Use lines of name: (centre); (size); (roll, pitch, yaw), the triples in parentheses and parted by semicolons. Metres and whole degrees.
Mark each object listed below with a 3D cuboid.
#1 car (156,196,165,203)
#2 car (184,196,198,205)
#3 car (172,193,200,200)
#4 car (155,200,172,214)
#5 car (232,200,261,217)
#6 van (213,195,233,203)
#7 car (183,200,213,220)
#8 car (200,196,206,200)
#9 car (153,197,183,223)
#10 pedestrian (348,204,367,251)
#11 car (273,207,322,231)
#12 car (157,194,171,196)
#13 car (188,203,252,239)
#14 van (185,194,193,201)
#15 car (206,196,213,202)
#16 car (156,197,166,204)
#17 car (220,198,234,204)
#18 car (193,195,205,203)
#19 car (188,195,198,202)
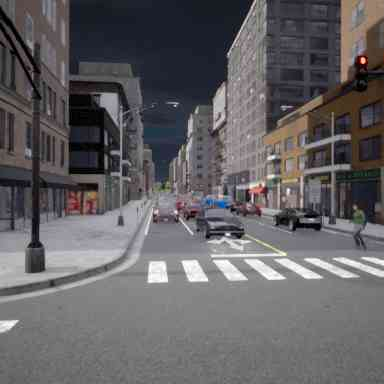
car: (-7.107, 1.626, 74.816); (1.887, 1.381, 4.507); (0, 0, -6)
car: (-0.235, 1.572, 61.678); (2.128, 1.511, 4.902); (0, 0, -6)
car: (-0.772, 1.252, 38.371); (2.150, 2.045, 5.566); (0, 0, -5)
car: (-3.152, 1.599, 36.444); (1.802, 1.307, 4.206); (0, 0, -6)
car: (5.396, 1.629, 31.786); (1.802, 1.307, 4.206); (0, 0, -6)
van: (4.267, 1.401, 42.749); (1.690, 1.788, 3.998); (0, 0, -6)
car: (0.282, 1.621, 27.871); (1.895, 1.301, 4.718); (0, 0, -6)
car: (0.803, 1.663, 51.630); (1.895, 1.301, 4.718); (0, 0, -6)
car: (-2.021, 1.447, 25.481); (1.967, 1.590, 4.097); (0, 0, -6)
pedestrian: (6.377, 1.325, 12.799); (0.375, 1.860, 0.375); (0, 0, -6)
car: (6.526, 1.606, 20.821); (1.947, 1.339, 4.313); (0, 0, -6)
car: (-4.846, 1.481, 52.889); (1.967, 1.590, 4.097); (0, 0, -6)
car: (1.295, 1.561, 17.881); (2.033, 1.411, 5.357); (0, 0, -8)
van: (-0.818, 1.488, 92.085); (1.690, 1.788, 3.998); (0, 0, -6)
car: (3.701, 1.618, 48.230); (2.008, 1.369, 4.403); (0, 0, -6)
car: (-5.977, 1.612, 63.852); (2.008, 1.369, 4.403); (0, 0, -6)
car: (4.831, 1.619, 37.267); (1.947, 1.339, 4.313); (0, 0, -6)
car: (1.441, 1.547, 70.157); (1.967, 1.590, 4.097); (0, 0, -6)
car: (0.311, 1.568, 81.122); (1.967, 1.590, 4.097); (0, 0, -6)
